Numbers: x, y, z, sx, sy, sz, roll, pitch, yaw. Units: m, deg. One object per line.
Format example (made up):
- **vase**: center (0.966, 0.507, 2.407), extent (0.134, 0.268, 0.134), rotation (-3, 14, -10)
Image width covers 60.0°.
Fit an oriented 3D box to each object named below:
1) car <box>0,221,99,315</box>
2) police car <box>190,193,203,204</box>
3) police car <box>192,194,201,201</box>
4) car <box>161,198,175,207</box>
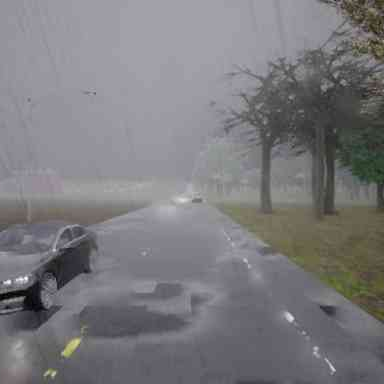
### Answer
- **car**: center (-3.602, 1.497, 7.783), extent (2.128, 1.511, 4.902), rotation (0, 0, 0)
- **police car**: center (1.044, 1.380, 64.203), extent (1.930, 1.638, 5.238), rotation (0, 0, 0)
- **police car**: center (1.043, 1.340, 80.205), extent (1.930, 1.638, 5.238), rotation (0, 0, 0)
- **car**: center (-3.574, 1.586, 50.032), extent (1.895, 1.301, 4.718), rotation (0, 0, 0)
